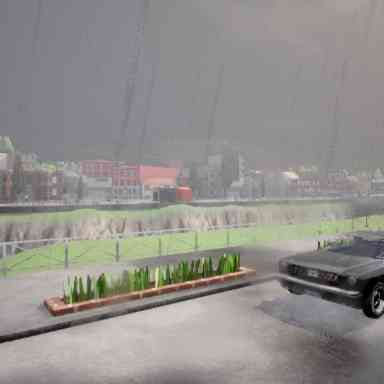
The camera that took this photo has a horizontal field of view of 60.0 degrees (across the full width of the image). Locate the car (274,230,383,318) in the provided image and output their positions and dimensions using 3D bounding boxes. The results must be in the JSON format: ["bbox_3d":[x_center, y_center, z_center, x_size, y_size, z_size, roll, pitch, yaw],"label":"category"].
[{"bbox_3d":[4.052,1.601,7.513,4.718,1.301,1.895,0,0,-36],"label":"car"}]
